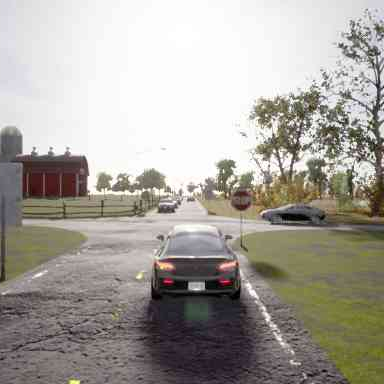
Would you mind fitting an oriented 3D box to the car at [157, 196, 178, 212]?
[{"bbox_3d":[-2.920,1.532,38.365,1.837,1.490,4.892,0,0,-1],"label":"car"}]

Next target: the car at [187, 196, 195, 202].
[{"bbox_3d":[-0.235,1.650,80.420,1.994,1.385,4.181,0,0,0],"label":"car"}]

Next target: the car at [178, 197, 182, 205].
[{"bbox_3d":[-2.981,1.587,48.151,2.033,1.411,5.357,0,0,0],"label":"car"}]

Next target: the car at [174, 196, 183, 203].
[{"bbox_3d":[-2.967,1.620,74.069,1.994,1.385,4.181,0,0,0],"label":"car"}]

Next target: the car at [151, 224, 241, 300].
[{"bbox_3d":[0.072,1.529,8.290,1.812,1.442,4.674,0,0,0],"label":"car"}]

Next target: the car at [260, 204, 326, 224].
[{"bbox_3d":[7.793,1.665,25.728,4.902,1.511,2.128,1,-1,-1],"label":"car"}]
